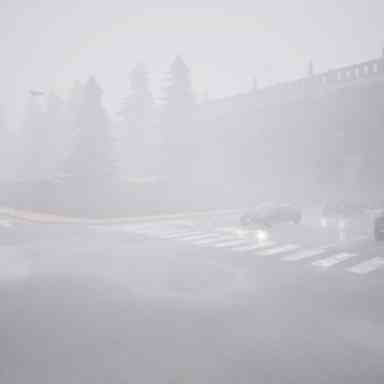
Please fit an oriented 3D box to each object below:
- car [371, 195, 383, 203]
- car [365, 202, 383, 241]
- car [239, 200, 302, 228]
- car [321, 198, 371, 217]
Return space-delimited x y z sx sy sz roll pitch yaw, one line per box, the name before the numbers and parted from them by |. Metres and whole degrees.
car | 19.636 0.981 33.276 5.357 1.411 2.033 -1 2 -42
car | 9.343 1.286 14.101 4.892 1.490 1.837 -1 1 -42
car | 4.725 1.192 19.502 4.674 1.442 1.812 -1 2 -43
car | 12.077 1.152 26.302 4.718 1.301 1.895 -1 2 -43
